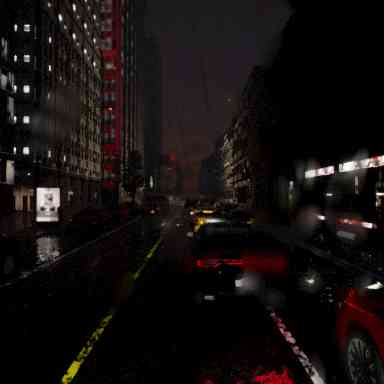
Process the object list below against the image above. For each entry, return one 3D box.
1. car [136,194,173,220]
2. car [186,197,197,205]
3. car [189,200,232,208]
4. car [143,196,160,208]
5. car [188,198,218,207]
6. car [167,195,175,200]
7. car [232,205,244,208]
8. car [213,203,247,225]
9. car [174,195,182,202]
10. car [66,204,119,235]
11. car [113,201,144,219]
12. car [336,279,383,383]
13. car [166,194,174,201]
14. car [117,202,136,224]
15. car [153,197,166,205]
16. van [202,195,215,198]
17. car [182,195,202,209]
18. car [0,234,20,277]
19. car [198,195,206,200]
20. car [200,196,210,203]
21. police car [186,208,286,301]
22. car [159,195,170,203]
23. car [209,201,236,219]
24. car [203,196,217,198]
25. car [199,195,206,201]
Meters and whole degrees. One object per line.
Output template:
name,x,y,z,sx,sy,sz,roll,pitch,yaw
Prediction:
car,-3.109,1.217,28.881,2.150,2.045,5.566,0,0,0
car,-0.017,1.576,60.036,1.895,1.301,4.718,0,0,0
car,0.894,1.455,18.602,1.801,1.575,5.366,0,0,0
car,-5.692,1.425,47.132,1.967,1.590,4.097,1,0,0
car,0.809,1.454,24.600,1.801,1.575,5.366,0,0,0
car,-5.704,1.503,92.385,1.947,1.339,4.313,1,0,0
car,2.695,1.525,18.985,1.752,1.417,4.829,1,0,0
car,2.693,1.564,24.471,1.947,1.339,4.313,1,0,0
car,-3.020,1.482,77.620,1.812,1.442,4.674,0,0,0
car,-5.687,1.582,18.846,1.802,1.307,4.206,1,0,0
car,-5.689,1.561,30.160,1.947,1.339,4.313,1,0,0
car,2.702,1.316,1.845,2.192,1.841,5.009,1,0,0
car,-5.701,1.385,86.729,1.967,1.590,4.097,1,0,0
car,-5.687,1.543,24.503,1.887,1.381,4.507,1,0,0
car,-5.696,1.558,58.445,1.802,1.307,4.206,1,0,0
van,2.690,1.326,47.099,1.690,1.788,3.998,1,0,0
car,-0.006,1.463,45.875,1.882,1.535,5.008,0,0,0
car,-5.683,1.546,7.533,1.887,1.381,4.507,1,0,0
car,2.676,1.488,92.352,2.008,1.369,4.403,1,0,0
car,2.681,1.547,69.725,1.802,1.307,4.206,1,0,0
police car,0.897,1.426,8.521,1.930,1.638,5.238,0,0,0
car,-5.697,1.406,69.758,1.967,1.590,4.097,1,0,0
car,2.692,1.546,30.128,2.008,1.369,4.403,1,0,0
car,2.688,1.554,41.442,1.947,1.339,4.313,1,0,0
car,2.677,1.527,86.695,1.802,1.307,4.206,1,0,0
